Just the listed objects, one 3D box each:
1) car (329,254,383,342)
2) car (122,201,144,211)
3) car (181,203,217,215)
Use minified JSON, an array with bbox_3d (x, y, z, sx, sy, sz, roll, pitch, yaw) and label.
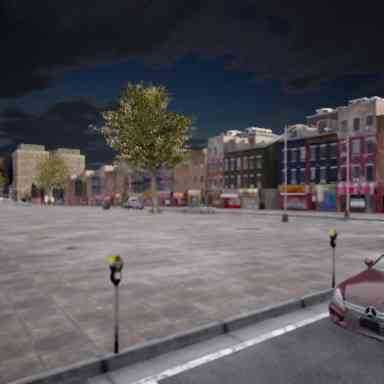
[{"bbox_3d":[4.133,1.584,5.776,4.206,1.307,1.802,0,0,-36],"label":"car"},{"bbox_3d":[-9.505,2.257,53.187,1.837,1.490,4.892,0,-1,-36],"label":"car"},{"bbox_3d":[0.801,1.982,38.751,1.895,1.301,4.718,0,-1,-36],"label":"car"}]
